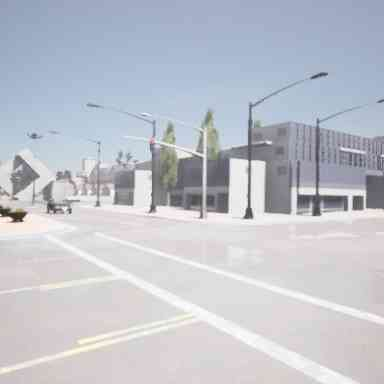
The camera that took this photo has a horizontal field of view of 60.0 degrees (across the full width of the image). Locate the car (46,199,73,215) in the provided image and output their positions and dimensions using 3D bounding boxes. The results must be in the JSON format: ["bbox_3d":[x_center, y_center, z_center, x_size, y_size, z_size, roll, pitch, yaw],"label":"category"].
[{"bbox_3d":[-14.215,1.510,35.535,2.128,1.511,4.902,1,-1,-35],"label":"car"}]
